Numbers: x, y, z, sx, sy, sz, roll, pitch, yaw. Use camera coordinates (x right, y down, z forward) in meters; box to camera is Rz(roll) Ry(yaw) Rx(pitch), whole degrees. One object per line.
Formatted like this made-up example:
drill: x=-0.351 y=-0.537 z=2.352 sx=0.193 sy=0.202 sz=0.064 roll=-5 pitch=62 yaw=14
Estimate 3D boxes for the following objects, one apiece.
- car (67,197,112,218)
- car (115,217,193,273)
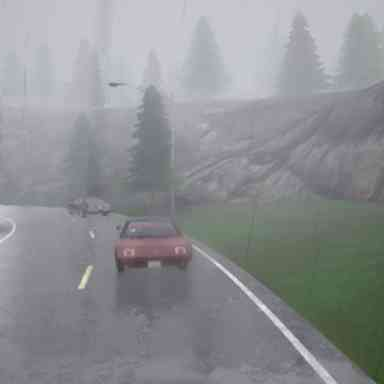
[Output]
car: x=-7.659 y=1.059 z=24.454 sx=2.033 sy=1.411 sz=5.357 roll=-1 pitch=1 yaw=-35
car: x=-1.332 y=1.394 z=10.057 sx=1.895 sy=1.301 sz=4.718 roll=0 pitch=1 yaw=-12
